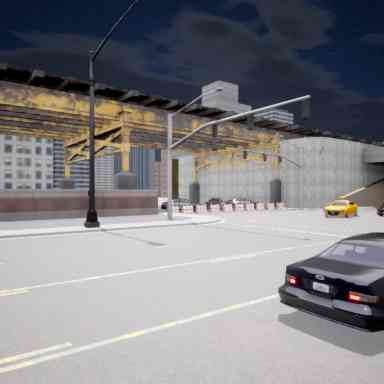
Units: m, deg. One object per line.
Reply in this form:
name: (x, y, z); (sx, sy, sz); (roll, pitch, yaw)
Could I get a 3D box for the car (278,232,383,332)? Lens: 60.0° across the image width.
car: (4.079, 1.547, 6.688); (5.357, 1.411, 2.033); (0, 0, -35)

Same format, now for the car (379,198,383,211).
car: (24.430, 1.491, 39.434); (4.902, 1.511, 2.128); (0, 0, -37)

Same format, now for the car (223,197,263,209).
car: (6.725, 1.453, 44.255); (4.974, 1.542, 2.038); (0, 0, -7)

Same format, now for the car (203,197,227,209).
car: (2.831, 1.295, 40.545); (1.853, 1.218, 4.536); (0, 0, 18)

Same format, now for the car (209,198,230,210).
car: (2.815, 1.453, 40.495); (2.038, 1.542, 4.974); (0, 0, 18)

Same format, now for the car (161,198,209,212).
car: (-0.930, 1.453, 37.810); (4.974, 1.542, 2.038); (0, 0, 8)

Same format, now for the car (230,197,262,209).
car: (6.674, 1.295, 44.249); (4.536, 1.218, 1.853); (0, 0, -7)

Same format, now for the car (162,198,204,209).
car: (-0.981, 1.295, 37.817); (4.536, 1.218, 1.853); (0, 0, 8)

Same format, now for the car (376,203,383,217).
car: (18.709, 1.547, 30.331); (5.357, 1.411, 2.033); (0, 0, -41)

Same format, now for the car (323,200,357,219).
car: (13.126, 1.477, 29.291); (1.882, 1.535, 5.008); (-1, 0, 38)
